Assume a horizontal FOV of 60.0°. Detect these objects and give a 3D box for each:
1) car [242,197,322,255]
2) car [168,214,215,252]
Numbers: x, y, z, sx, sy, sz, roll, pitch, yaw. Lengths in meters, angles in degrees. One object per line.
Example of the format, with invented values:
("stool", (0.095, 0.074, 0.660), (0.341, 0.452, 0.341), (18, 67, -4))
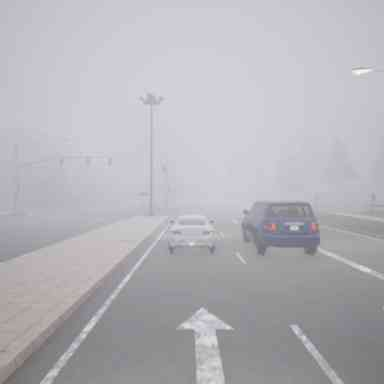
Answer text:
("car", (3.497, 1.350, 14.028), (2.150, 2.045, 5.566), (0, 0, 0))
("car", (0.001, 1.663, 14.406), (1.812, 1.442, 4.674), (0, 0, 0))
